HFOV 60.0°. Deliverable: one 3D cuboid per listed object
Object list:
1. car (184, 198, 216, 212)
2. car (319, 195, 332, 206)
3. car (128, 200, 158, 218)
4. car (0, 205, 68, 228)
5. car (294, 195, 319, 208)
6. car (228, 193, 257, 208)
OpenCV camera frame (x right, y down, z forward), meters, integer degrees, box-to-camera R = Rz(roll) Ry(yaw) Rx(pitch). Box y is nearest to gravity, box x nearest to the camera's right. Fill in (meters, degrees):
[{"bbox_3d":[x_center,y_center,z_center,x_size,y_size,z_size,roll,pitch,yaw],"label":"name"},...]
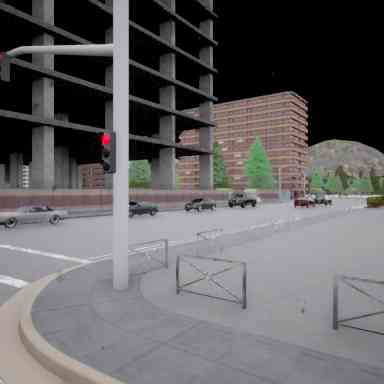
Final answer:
[{"bbox_3d":[1.023,1.449,38.446,1.837,1.490,4.892,0,0,35],"label":"car"},{"bbox_3d":[21.736,1.297,55.218,2.097,1.767,4.553,0,0,35],"label":"car"},{"bbox_3d":[-4.976,1.470,29.984,1.812,1.442,4.674,0,0,36],"label":"car"},{"bbox_3d":[-10.755,1.545,21.855,1.895,1.301,4.718,0,0,35],"label":"car"},{"bbox_3d":[16.033,1.422,47.183,1.882,1.535,5.008,0,0,35],"label":"car"},{"bbox_3d":[7.251,1.166,47.155,2.150,2.045,5.566,0,0,35],"label":"car"}]
